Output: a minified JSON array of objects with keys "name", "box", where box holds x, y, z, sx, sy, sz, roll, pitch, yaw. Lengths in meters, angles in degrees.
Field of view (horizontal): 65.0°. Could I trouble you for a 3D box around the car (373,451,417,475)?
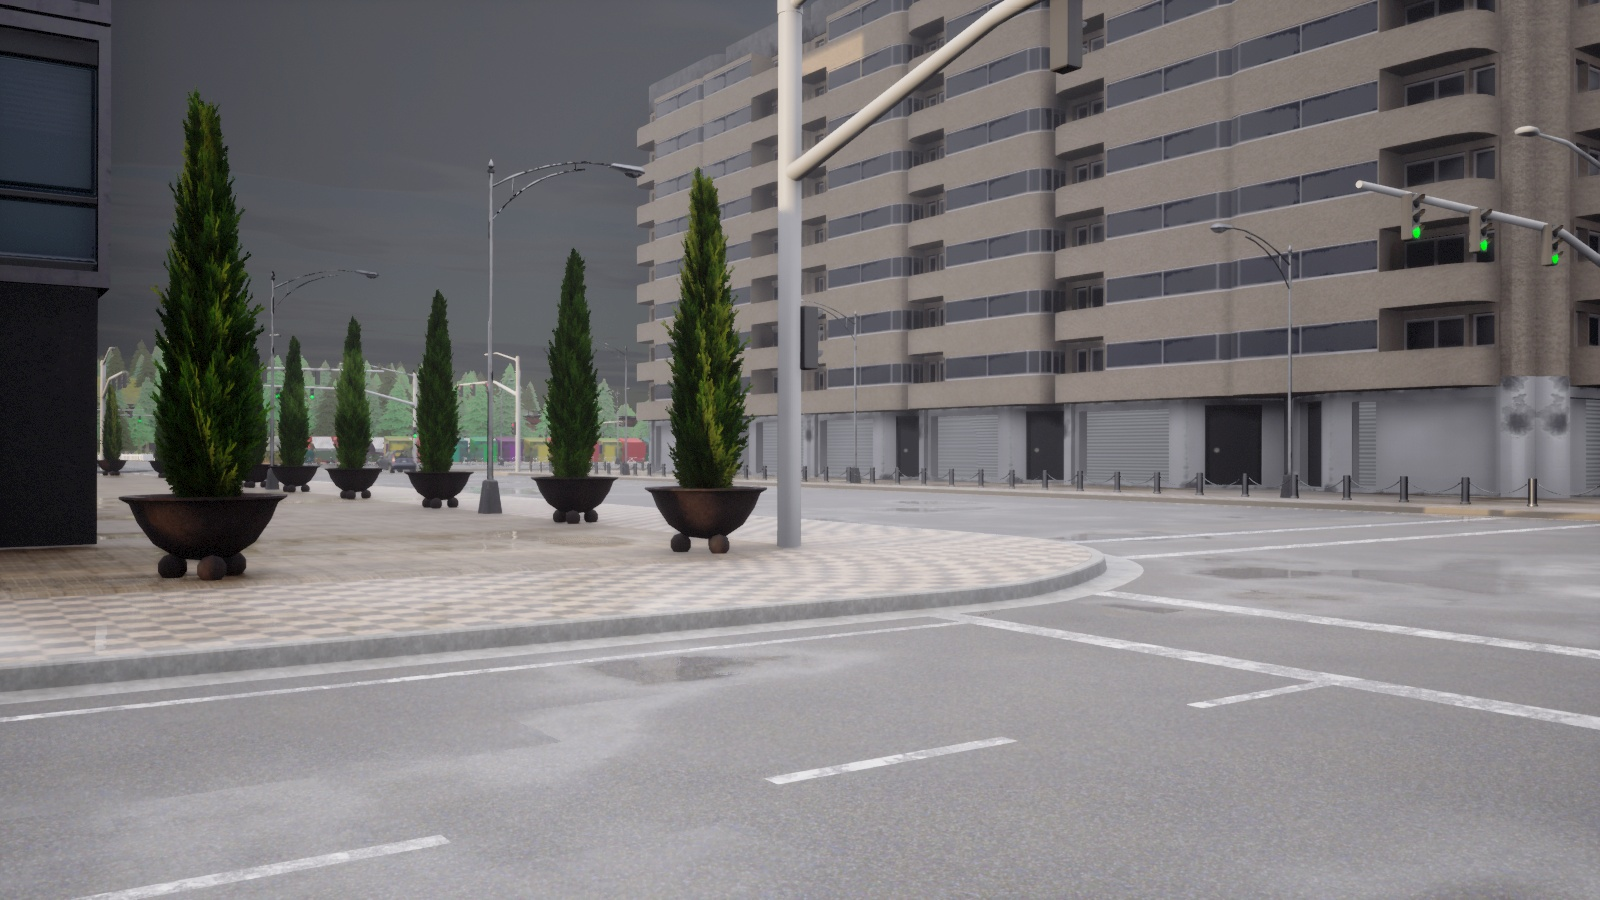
[{"name":"car","box":[-28.555,0.892,88.486,1.851,1.617,3.988,0,0,-36]}]
